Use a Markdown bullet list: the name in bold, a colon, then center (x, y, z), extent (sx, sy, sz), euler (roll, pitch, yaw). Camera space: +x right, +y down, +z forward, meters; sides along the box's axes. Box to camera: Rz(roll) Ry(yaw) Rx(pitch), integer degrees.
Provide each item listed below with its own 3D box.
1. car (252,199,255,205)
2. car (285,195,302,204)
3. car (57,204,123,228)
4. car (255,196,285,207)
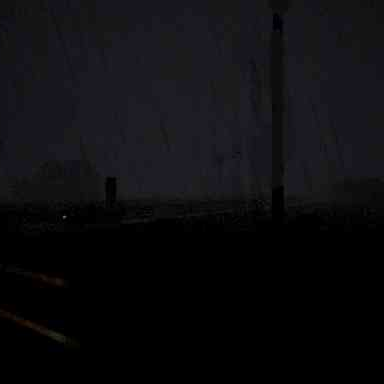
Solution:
- **car**: center (11.198, 1.287, 52.038), extent (2.033, 1.411, 5.357), euler (0, 0, 35)
- **car**: center (16.768, 1.220, 55.286), extent (1.812, 1.442, 4.674), euler (0, 0, 35)
- **car**: center (-6.483, 1.446, 21.476), extent (1.994, 1.385, 4.181), euler (0, 0, 35)
- **car**: center (10.976, 1.272, 46.771), extent (1.812, 1.442, 4.674), euler (0, 0, 35)
